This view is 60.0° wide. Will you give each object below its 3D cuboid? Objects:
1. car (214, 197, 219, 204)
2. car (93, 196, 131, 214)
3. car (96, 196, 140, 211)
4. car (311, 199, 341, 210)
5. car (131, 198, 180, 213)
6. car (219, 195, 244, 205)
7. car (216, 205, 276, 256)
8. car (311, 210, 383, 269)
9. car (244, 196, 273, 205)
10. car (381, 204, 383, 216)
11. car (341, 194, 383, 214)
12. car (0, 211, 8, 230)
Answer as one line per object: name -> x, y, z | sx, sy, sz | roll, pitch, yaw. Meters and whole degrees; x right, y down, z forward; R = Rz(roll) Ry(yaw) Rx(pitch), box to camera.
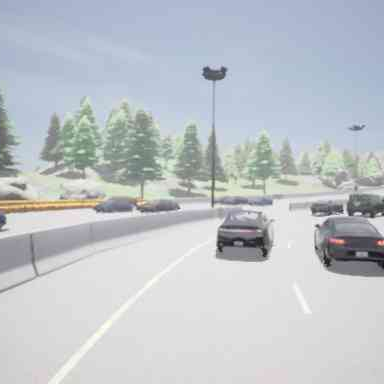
car -> 5.373, 1.260, 54.347 | 4.674, 1.442, 1.812 | -1, 1, -44
car -> -7.929, 1.391, 33.640 | 1.994, 1.385, 4.181 | 0, 0, 32
car -> -8.581, 1.271, 39.044 | 1.882, 1.535, 5.008 | 0, 0, 36
car -> 13.159, 1.445, 32.145 | 2.128, 1.511, 4.902 | 0, 0, 42
car -> -3.381, 1.396, 34.026 | 2.033, 1.411, 5.357 | 0, 0, 34
car -> 6.699, 1.295, 50.757 | 4.674, 1.442, 1.812 | 0, 1, -44
car -> 2.257, 1.501, 13.408 | 2.128, 1.511, 4.902 | 0, 0, 17
car -> 5.310, 1.564, 11.420 | 1.812, 1.442, 4.674 | 0, 0, 15
car -> 10.306, 1.312, 49.378 | 4.674, 1.442, 1.812 | -1, 1, -44
car -> 11.246, 1.555, 17.267 | 1.812, 1.442, 4.674 | 0, 0, 25
car -> 15.966, 1.193, 30.273 | 5.566, 2.045, 2.150 | 0, 0, -45
car -> -11.477, 1.387, 16.560 | 1.812, 1.442, 4.674 | 1, 0, 17
